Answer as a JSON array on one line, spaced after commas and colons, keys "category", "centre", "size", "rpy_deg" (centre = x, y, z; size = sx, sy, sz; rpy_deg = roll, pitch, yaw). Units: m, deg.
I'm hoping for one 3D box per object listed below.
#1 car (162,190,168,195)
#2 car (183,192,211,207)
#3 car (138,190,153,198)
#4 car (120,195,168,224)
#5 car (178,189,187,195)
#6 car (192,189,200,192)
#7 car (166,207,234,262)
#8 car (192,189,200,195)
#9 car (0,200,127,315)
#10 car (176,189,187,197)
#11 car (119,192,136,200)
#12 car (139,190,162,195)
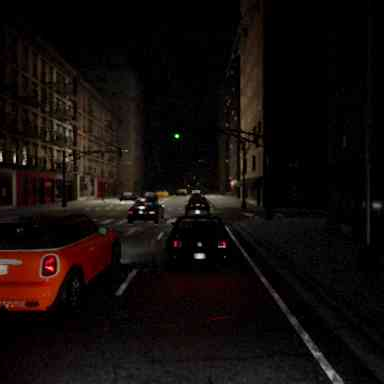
[{"category": "car", "centre": [-5.711, 0.376, 64.431], "size": [1.882, 1.535, 5.008], "rpy_deg": [0, 1, 1]}, {"category": "car", "centre": [0.430, 1.070, 26.041], "size": [1.837, 1.490, 4.892], "rpy_deg": [0, 2, 1]}, {"category": "car", "centre": [-8.958, 0.449, 64.237], "size": [2.033, 1.411, 5.357], "rpy_deg": [0, 1, 1]}, {"category": "car", "centre": [-2.880, 1.185, 21.466], "size": [2.033, 1.411, 5.357], "rpy_deg": [0, 1, 1]}, {"category": "car", "centre": [-2.229, -0.033, 81.301], "size": [1.882, 1.535, 5.008], "rpy_deg": [0, 1, 1]}, {"category": "car", "centre": [0.896, 0.372, 71.321], "size": [1.895, 1.301, 4.718], "rpy_deg": [0, 1, 1]}, {"category": "car", "centre": [0.235, 1.411, 11.234], "size": [1.895, 1.301, 4.718], "rpy_deg": [0, 1, 1]}, {"category": "car", "centre": [1.021, -0.010, 81.261], "size": [1.837, 1.490, 4.892], "rpy_deg": [0, 1, 1]}, {"category": "car", "centre": [-3.057, 1.225, 7.441], "size": [2.097, 1.767, 4.553], "rpy_deg": [0, 1, 1]}, {"category": "car", "centre": [-2.355, 0.132, 71.264], "size": [2.097, 1.767, 4.553], "rpy_deg": [0, 1, 1]}, {"category": "car", "centre": [-9.225, 0.743, 48.165], "size": [1.994, 1.385, 4.181], "rpy_deg": [0, 1, 1]}, {"category": "car", "centre": [-5.976, 0.727, 48.162], "size": [2.033, 1.411, 5.357], "rpy_deg": [0, 1, 1]}]
